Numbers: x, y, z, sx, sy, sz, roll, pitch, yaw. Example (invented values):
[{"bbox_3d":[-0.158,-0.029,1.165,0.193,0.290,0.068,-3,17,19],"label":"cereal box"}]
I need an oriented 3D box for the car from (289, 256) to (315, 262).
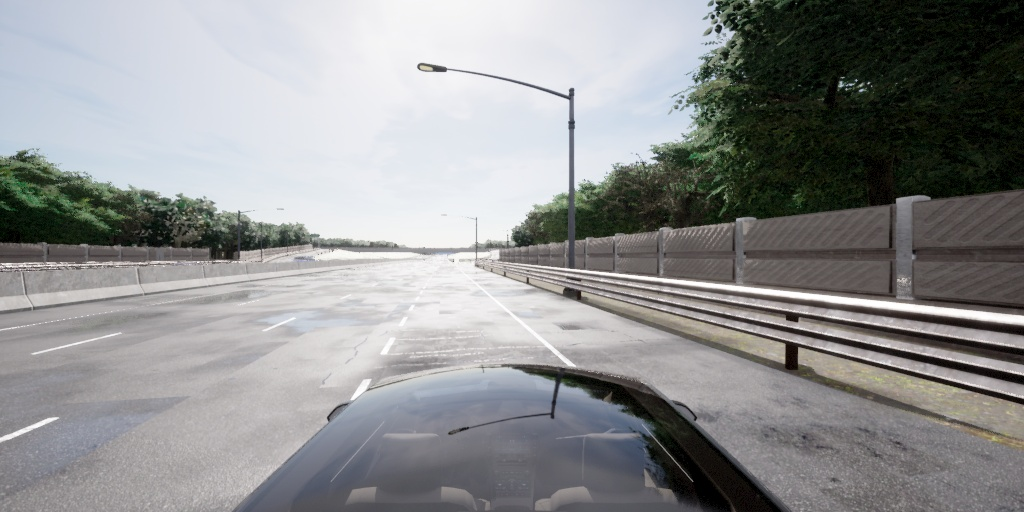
[{"bbox_3d":[-30.822,1.021,52.703,2.150,2.045,5.566,0,0,-10],"label":"car"}]

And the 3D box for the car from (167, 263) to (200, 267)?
[{"bbox_3d":[-30.886,1.316,33.712,2.033,1.411,5.357,0,0,-11],"label":"car"}]
